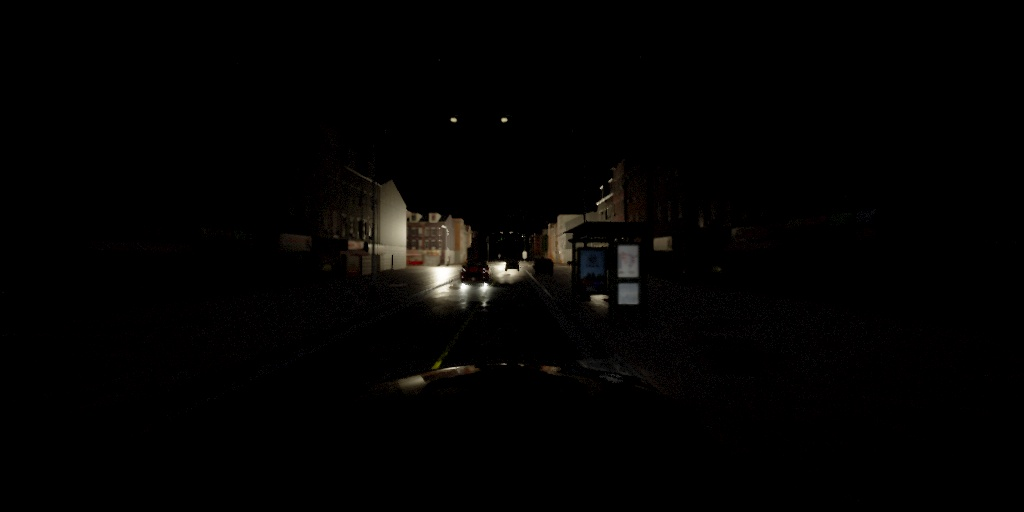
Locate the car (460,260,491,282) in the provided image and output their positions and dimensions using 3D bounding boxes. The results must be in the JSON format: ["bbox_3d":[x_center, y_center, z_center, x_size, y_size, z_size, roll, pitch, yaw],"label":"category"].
[{"bbox_3d":[-2.843,1.107,28.568,2.097,1.767,4.553,0,0,0],"label":"car"}]

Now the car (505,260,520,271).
[{"bbox_3d":[0.052,1.250,49.371,1.882,1.535,5.008,0,0,0],"label":"car"}]

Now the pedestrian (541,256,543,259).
[{"bbox_3d":[3.013,0.902,36.068,0.375,1.860,0.375,0,0,-10],"label":"pedestrian"}]

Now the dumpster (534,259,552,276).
[{"bbox_3d":[3.013,1.155,35.058,1.020,1.700,1.940,0,0,0],"label":"dumpster"}]
